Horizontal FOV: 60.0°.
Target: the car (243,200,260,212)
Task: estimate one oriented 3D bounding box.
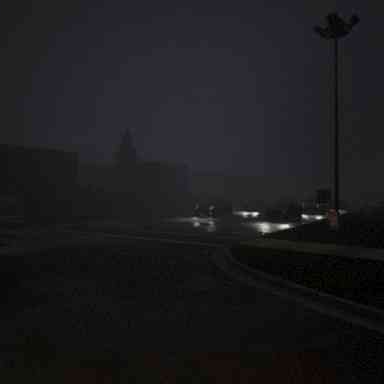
[{"bbox_3d":[7.767,1.643,40.045,1.994,1.385,4.181,0,0,35],"label":"car"}]

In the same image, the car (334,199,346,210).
[{"bbox_3d":[19.059,1.609,43.972,1.994,1.385,4.181,0,0,35],"label":"car"}]

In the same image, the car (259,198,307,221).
[{"bbox_3d":[7.703,1.523,27.734,1.882,1.535,5.008,0,0,35],"label":"car"}]

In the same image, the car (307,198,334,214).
[{"bbox_3d":[13.330,1.397,35.788,2.097,1.767,4.553,0,0,35],"label":"car"}]

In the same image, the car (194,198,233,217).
[{"bbox_3d":[2.155,1.431,32.011,2.097,1.767,4.553,0,0,35],"label":"car"}]
